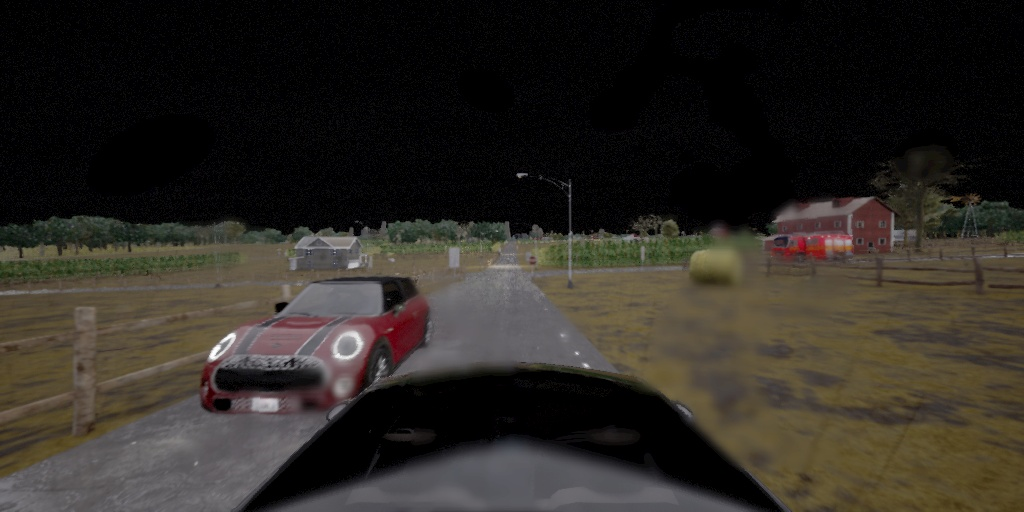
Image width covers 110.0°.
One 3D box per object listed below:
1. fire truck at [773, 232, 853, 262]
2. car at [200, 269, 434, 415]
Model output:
[{"bbox_3d":[39.263,-1.122,47.018,8.468,3.827,2.891,-2,2,0],"label":"fire truck"},{"bbox_3d":[-2.850,1.155,6.395,2.097,1.767,4.553,0,-1,0],"label":"car"}]
